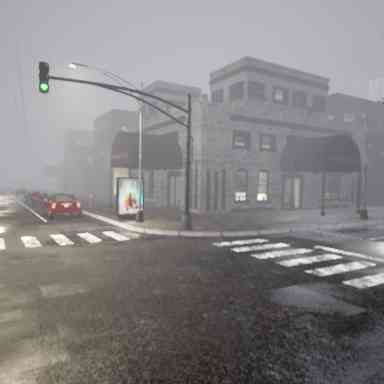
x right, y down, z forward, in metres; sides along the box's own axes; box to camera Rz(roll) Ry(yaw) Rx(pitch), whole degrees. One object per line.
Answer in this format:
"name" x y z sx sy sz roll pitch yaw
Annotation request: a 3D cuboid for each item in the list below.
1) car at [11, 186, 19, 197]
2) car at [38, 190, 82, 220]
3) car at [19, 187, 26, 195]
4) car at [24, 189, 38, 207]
"car" -25.968 -0.009 50.681 2.008 1.369 4.403 -1 2 -31
"car" -8.414 0.795 21.363 1.967 1.590 4.097 -1 2 -31
"car" -17.191 0.445 36.024 2.008 1.369 4.403 -1 2 -31
"car" -14.266 0.629 31.139 1.802 1.307 4.206 -1 2 -31
